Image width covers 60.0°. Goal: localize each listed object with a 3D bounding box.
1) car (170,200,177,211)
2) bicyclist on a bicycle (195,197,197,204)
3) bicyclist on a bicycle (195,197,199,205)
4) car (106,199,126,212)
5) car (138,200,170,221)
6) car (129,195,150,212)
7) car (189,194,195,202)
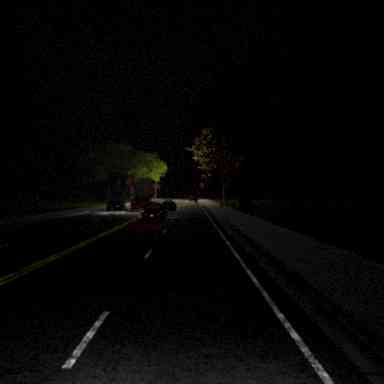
[{"bbox_3d":[-3.141,1.796,45.028,1.994,1.385,4.181,0,0,0],"label":"car"},{"bbox_3d":[0.910,1.857,75.746,0.582,1.620,1.656,0,-1,0],"label":"bicyclist on a bicycle"},{"bbox_3d":[0.909,1.805,66.886,0.582,1.620,1.656,0,-1,0],"label":"bicyclist on a bicycle"},{"bbox_3d":[-9.822,1.725,43.328,1.837,1.490,4.892,0,0,0],"label":"car"},{"bbox_3d":[-3.144,1.666,28.306,1.812,1.442,4.674,0,0,0],"label":"car"},{"bbox_3d":[-6.577,1.442,42.981,2.150,2.045,5.566,0,0,0],"label":"car"},{"bbox_3d":[0.019,2.009,94.518,2.033,1.411,5.357,0,0,0],"label":"car"}]
